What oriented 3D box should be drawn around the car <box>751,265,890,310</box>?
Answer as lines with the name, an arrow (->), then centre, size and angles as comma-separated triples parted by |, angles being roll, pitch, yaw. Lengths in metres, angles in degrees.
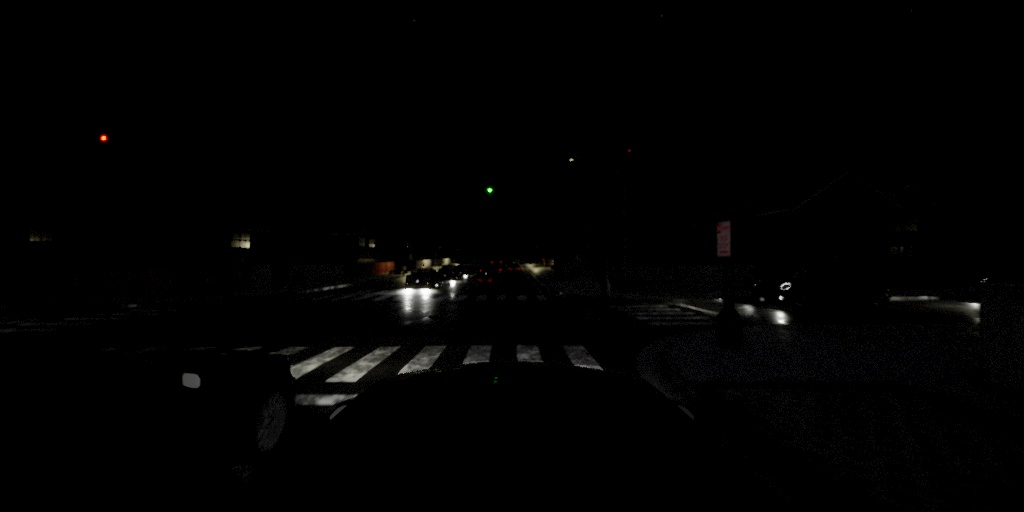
car -> 12.451, 1.172, 14.715 | 4.553, 1.767, 2.097 | 0, -1, -1

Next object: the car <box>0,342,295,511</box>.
car -> -3.258, 1.229, 1.940 | 1.882, 1.535, 5.008 | 0, 0, -2

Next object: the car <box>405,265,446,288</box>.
car -> -6.484, 1.583, 26.607 | 1.994, 1.385, 4.181 | 0, -1, 0

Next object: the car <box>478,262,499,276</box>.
car -> -2.960, 1.732, 43.376 | 1.895, 1.301, 4.718 | 0, 0, 0

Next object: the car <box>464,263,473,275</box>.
car -> -6.379, 1.673, 47.546 | 2.033, 1.411, 5.357 | 0, 0, 1

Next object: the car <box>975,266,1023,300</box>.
car -> 22.522, 1.097, 14.945 | 4.553, 1.767, 2.097 | 0, -1, -1

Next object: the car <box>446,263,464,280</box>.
car -> -6.442, 1.636, 36.901 | 1.812, 1.442, 4.674 | 0, 0, 0
